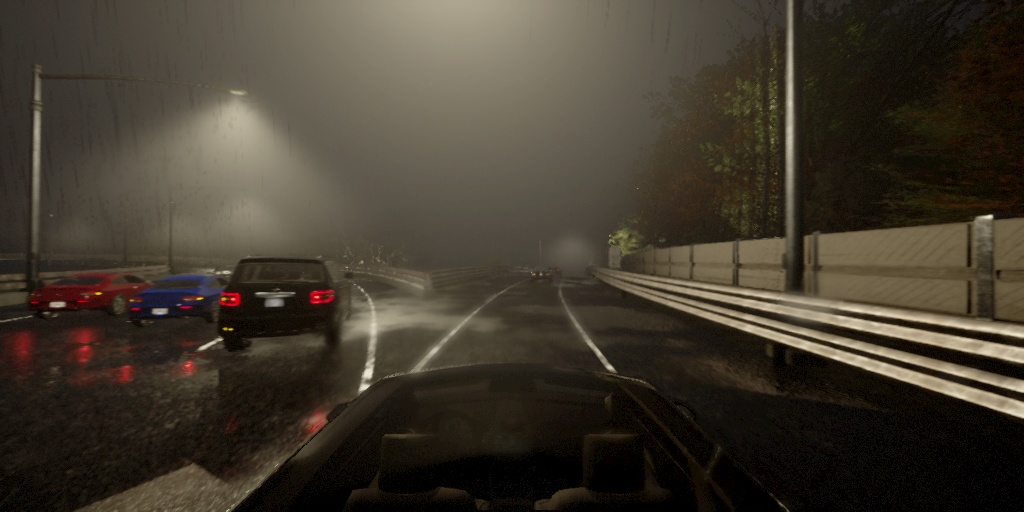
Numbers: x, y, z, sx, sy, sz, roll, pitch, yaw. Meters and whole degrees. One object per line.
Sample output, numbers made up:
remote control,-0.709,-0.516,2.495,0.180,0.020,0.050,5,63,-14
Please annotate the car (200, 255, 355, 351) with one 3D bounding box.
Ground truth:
car,-5.512,1.012,9.420,2.150,2.045,5.566,1,-1,-21

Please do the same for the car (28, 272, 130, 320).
car,-14.468,1.296,12.817,1.812,1.442,4.674,1,-1,-23

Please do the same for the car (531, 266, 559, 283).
car,2.823,1.605,32.217,2.033,1.411,5.357,0,-1,10

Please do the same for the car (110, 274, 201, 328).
car,-10.175,1.310,11.623,1.812,1.442,4.674,1,-1,-22

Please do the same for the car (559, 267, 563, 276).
car,7.372,2.562,59.160,1.837,1.490,4.892,0,-3,11
